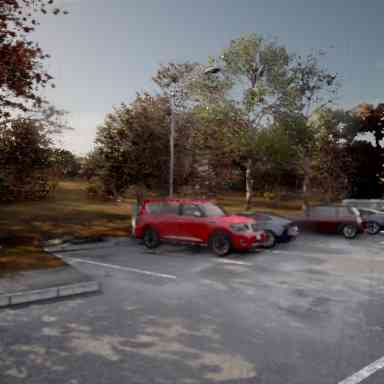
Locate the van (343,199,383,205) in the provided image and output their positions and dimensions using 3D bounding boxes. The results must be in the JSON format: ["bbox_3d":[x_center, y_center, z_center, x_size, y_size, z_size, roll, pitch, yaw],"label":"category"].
[{"bbox_3d":[11.983,1.500,22.352,4.442,1.987,1.878,-1,-1,34],"label":"van"}]

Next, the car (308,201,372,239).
[{"bbox_3d":[7.325,1.537,18.836,4.553,1.767,2.185,-1,-1,34],"label":"car"}]

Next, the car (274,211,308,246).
[{"bbox_3d":[2.494,1.634,15.425,4.792,1.488,2.163,-1,-1,34],"label":"car"}]

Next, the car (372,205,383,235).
[{"bbox_3d":[9.666,1.723,20.585,4.792,1.488,2.163,-1,-1,34],"label":"car"}]

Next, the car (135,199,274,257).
[{"bbox_3d":[0.156,1.324,13.685,5.566,2.045,2.435,-1,-2,34],"label":"car"}]
